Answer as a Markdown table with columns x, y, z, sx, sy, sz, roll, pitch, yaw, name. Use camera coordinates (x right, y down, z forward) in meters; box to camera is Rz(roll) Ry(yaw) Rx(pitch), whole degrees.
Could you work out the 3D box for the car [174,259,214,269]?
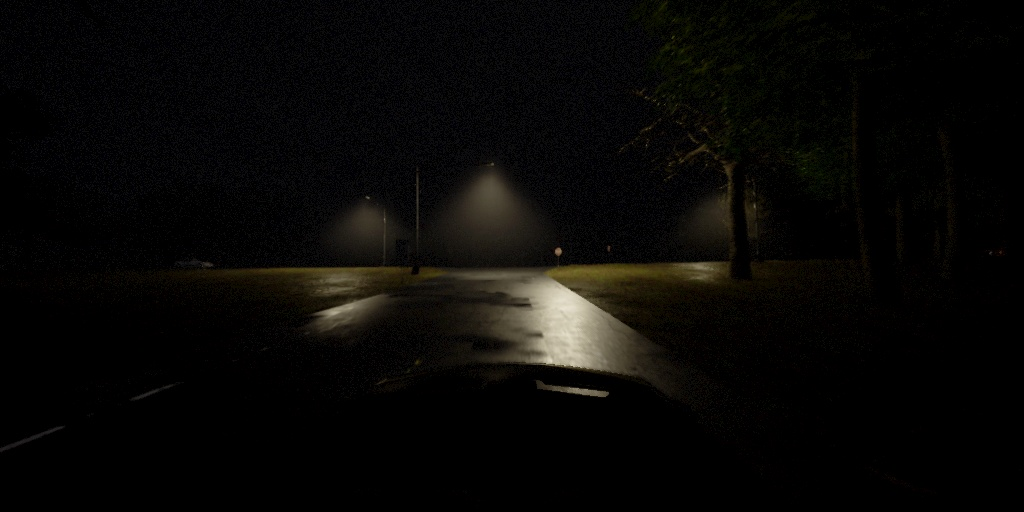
| x | y | z | sx | sy | sz | roll | pitch | yaw | name |
| --- | --- | --- | --- | --- | --- | --- | --- | --- | --- |
| -43.136 | 1.089 | 48.650 | 4.674 | 1.442 | 1.812 | -1 | -3 | 1 | car |
